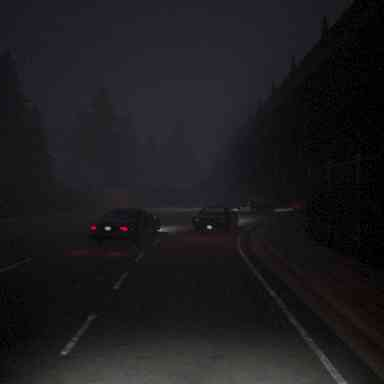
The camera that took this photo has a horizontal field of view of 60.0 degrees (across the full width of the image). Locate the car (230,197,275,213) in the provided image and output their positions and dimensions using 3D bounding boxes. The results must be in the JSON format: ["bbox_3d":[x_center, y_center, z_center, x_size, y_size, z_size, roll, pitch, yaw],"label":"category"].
[{"bbox_3d":[6.368,1.259,32.992,2.128,1.511,4.902,0,0,45],"label":"car"}]

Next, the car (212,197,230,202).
[{"bbox_3d":[4.695,1.312,41.045,4.718,1.301,1.895,0,0,-37],"label":"car"}]

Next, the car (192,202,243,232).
[{"bbox_3d":[1.497,1.467,18.967,1.895,1.301,4.718,0,0,16],"label":"car"}]

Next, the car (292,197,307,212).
[{"bbox_3d":[12.099,1.243,33.311,5.008,1.535,1.882,0,0,-37],"label":"car"}]

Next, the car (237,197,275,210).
[{"bbox_3d":[7.454,1.292,38.636,4.181,1.385,1.994,0,0,-35],"label":"car"}]

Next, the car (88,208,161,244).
[{"bbox_3d":[-2.882,1.439,15.258,2.033,1.411,5.357,0,0,8],"label":"car"}]
